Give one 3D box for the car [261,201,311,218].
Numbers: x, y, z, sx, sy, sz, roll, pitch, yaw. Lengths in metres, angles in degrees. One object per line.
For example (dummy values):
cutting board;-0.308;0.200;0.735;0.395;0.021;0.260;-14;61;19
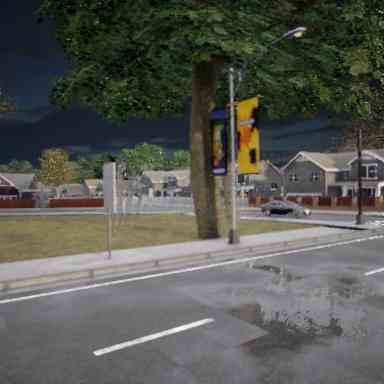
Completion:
car;8.531;1.560;30.543;2.128;1.511;4.902;-2;0;-35
